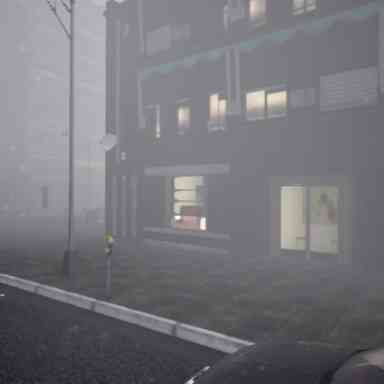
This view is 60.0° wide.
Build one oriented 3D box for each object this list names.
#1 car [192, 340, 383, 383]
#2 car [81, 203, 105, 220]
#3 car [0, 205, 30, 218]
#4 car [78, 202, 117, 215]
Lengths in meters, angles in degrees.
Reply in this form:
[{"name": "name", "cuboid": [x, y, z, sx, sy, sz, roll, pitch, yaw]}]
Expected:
[{"name": "car", "cuboid": [1.872, 1.545, 1.683, 4.403, 1.369, 2.008, -1, 1, 36]}, {"name": "car", "cuboid": [-8.270, 2.051, 32.161, 1.947, 1.339, 4.313, 0, 0, 36]}, {"name": "car", "cuboid": [-18.295, 1.928, 32.674, 2.008, 1.369, 4.403, 0, 0, 36]}, {"name": "car", "cuboid": [-11.739, 2.012, 41.589, 1.887, 1.381, 4.507, 0, 0, 36]}]
